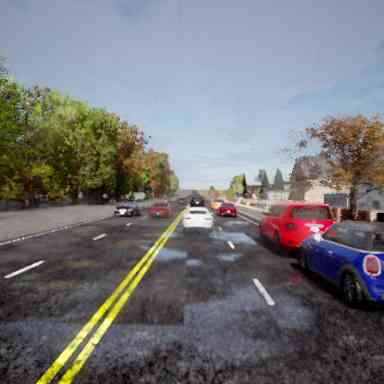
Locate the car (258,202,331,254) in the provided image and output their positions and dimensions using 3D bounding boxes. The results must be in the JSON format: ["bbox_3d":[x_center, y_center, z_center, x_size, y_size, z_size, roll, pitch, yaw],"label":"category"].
[{"bbox_3d":[4.407,1.452,14.581,2.150,2.045,5.566,1,0,1],"label":"car"}]

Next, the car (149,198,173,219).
[{"bbox_3d":[-2.914,1.664,31.665,1.882,1.535,5.008,1,-1,1],"label":"car"}]

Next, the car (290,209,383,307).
[{"bbox_3d":[4.315,1.527,8.521,2.097,1.767,4.553,1,0,1],"label":"car"}]

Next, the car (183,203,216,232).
[{"bbox_3d":[0.376,1.713,21.473,1.812,1.442,4.674,1,0,1],"label":"car"}]

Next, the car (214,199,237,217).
[{"bbox_3d":[3.788,1.858,36.315,1.882,1.535,5.008,1,0,2],"label":"car"}]

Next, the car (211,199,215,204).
[{"bbox_3d":[3.953,1.834,49.987,2.097,1.767,4.553,1,-1,1],"label":"car"}]

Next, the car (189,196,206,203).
[{"bbox_3d":[0.783,1.621,48.609,2.150,2.045,5.566,1,0,1],"label":"car"}]

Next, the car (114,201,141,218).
[{"bbox_3d":[-6.158,1.606,32.076,2.128,1.511,4.902,1,-1,1],"label":"car"}]

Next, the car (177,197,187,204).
[{"bbox_3d":[-2.198,1.837,73.749,1.882,1.535,5.008,1,0,1],"label":"car"}]
